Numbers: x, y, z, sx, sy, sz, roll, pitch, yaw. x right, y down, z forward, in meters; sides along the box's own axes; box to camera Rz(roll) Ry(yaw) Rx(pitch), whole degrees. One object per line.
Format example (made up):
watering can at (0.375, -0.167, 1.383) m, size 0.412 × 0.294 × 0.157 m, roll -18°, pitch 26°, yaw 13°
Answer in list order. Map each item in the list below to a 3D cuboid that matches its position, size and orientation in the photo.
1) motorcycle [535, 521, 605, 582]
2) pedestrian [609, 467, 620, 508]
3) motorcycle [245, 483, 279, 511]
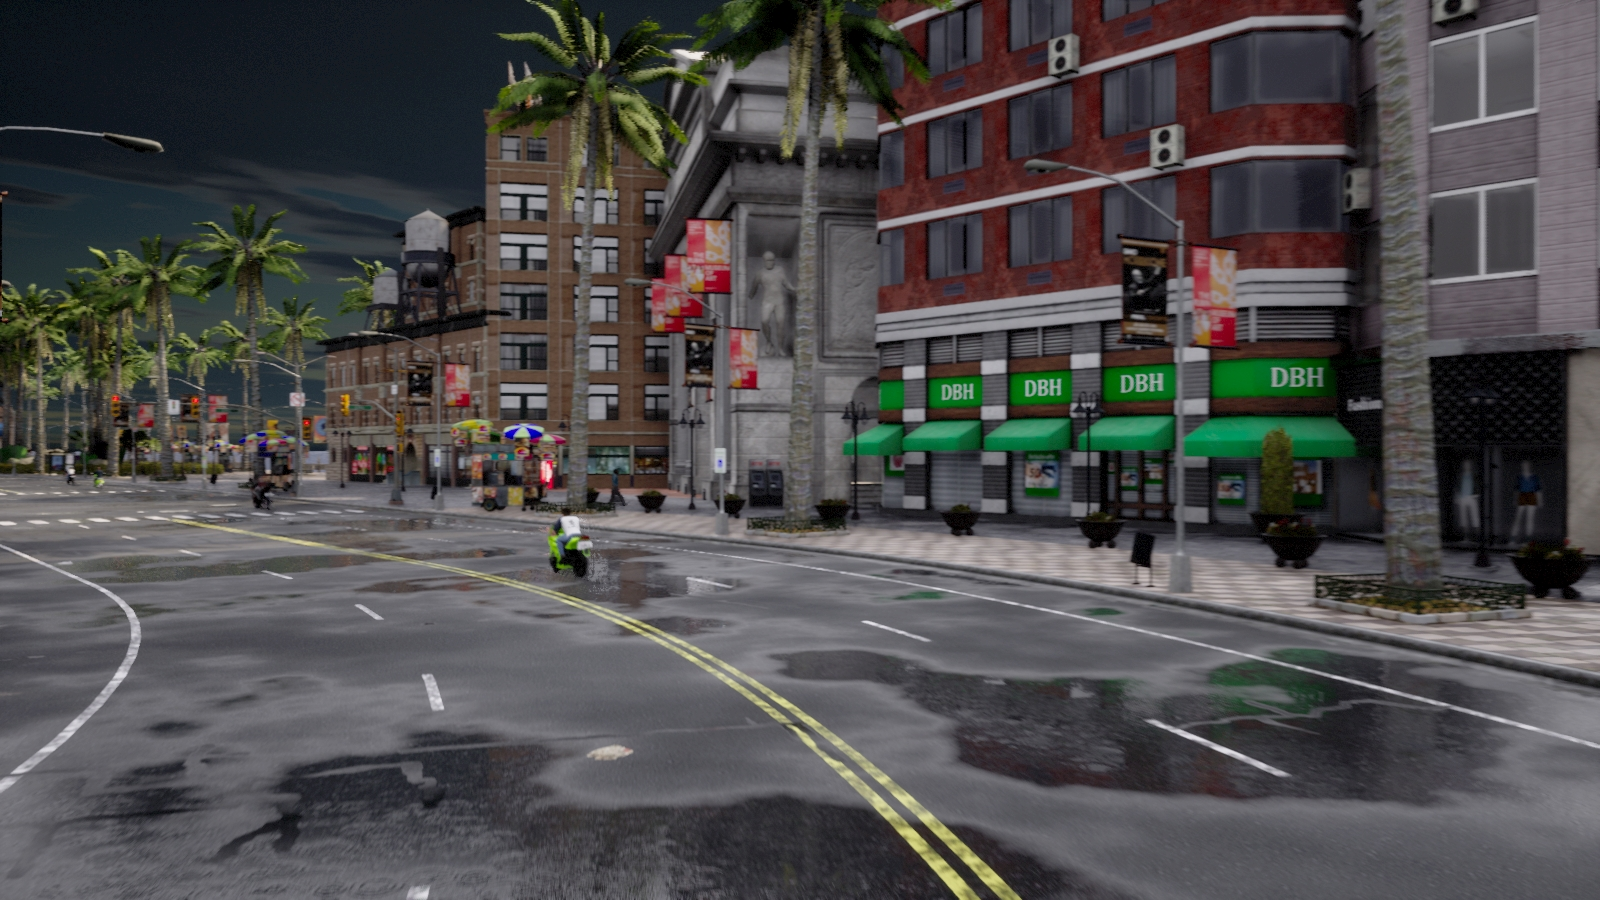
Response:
motorcycle at (-5.111, 2.216, 25.264) m, size 0.803 × 1.145 × 2.033 m, roll 0°, pitch 0°, yaw -34°
pedestrian at (-8.397, 1.705, 51.836) m, size 0.375 × 1.860 × 0.375 m, roll 0°, pitch 0°, yaw 14°
motorcycle at (-25.602, 2.222, 54.318) m, size 0.867 × 1.251 × 2.209 m, roll 0°, pitch 0°, yaw -42°
